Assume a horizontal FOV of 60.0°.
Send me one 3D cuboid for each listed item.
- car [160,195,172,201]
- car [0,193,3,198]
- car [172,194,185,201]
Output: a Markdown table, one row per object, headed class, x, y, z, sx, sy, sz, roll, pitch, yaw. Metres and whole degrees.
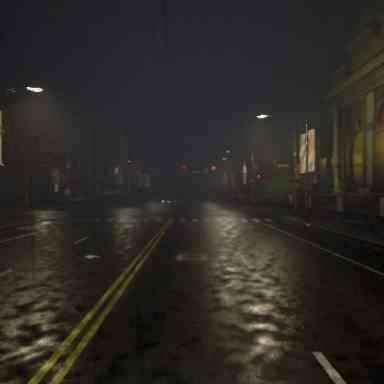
| class | x | y | z | sx | sy | sz | roll | pitch | yaw |
| --- | --- | --- | --- | --- | --- | --- | --- | --- | --- |
| car | -7.205 | 1.808 | 91.542 | 1.895 | 1.301 | 4.718 | 0 | 0 | -3 |
| car | -45.996 | 1.495 | 74.762 | 4.674 | 1.452 | 2.002 | 0 | 0 | 0 |
| car | -3.892 | 1.442 | 93.284 | 2.150 | 2.045 | 5.566 | 0 | 0 | -7 |
